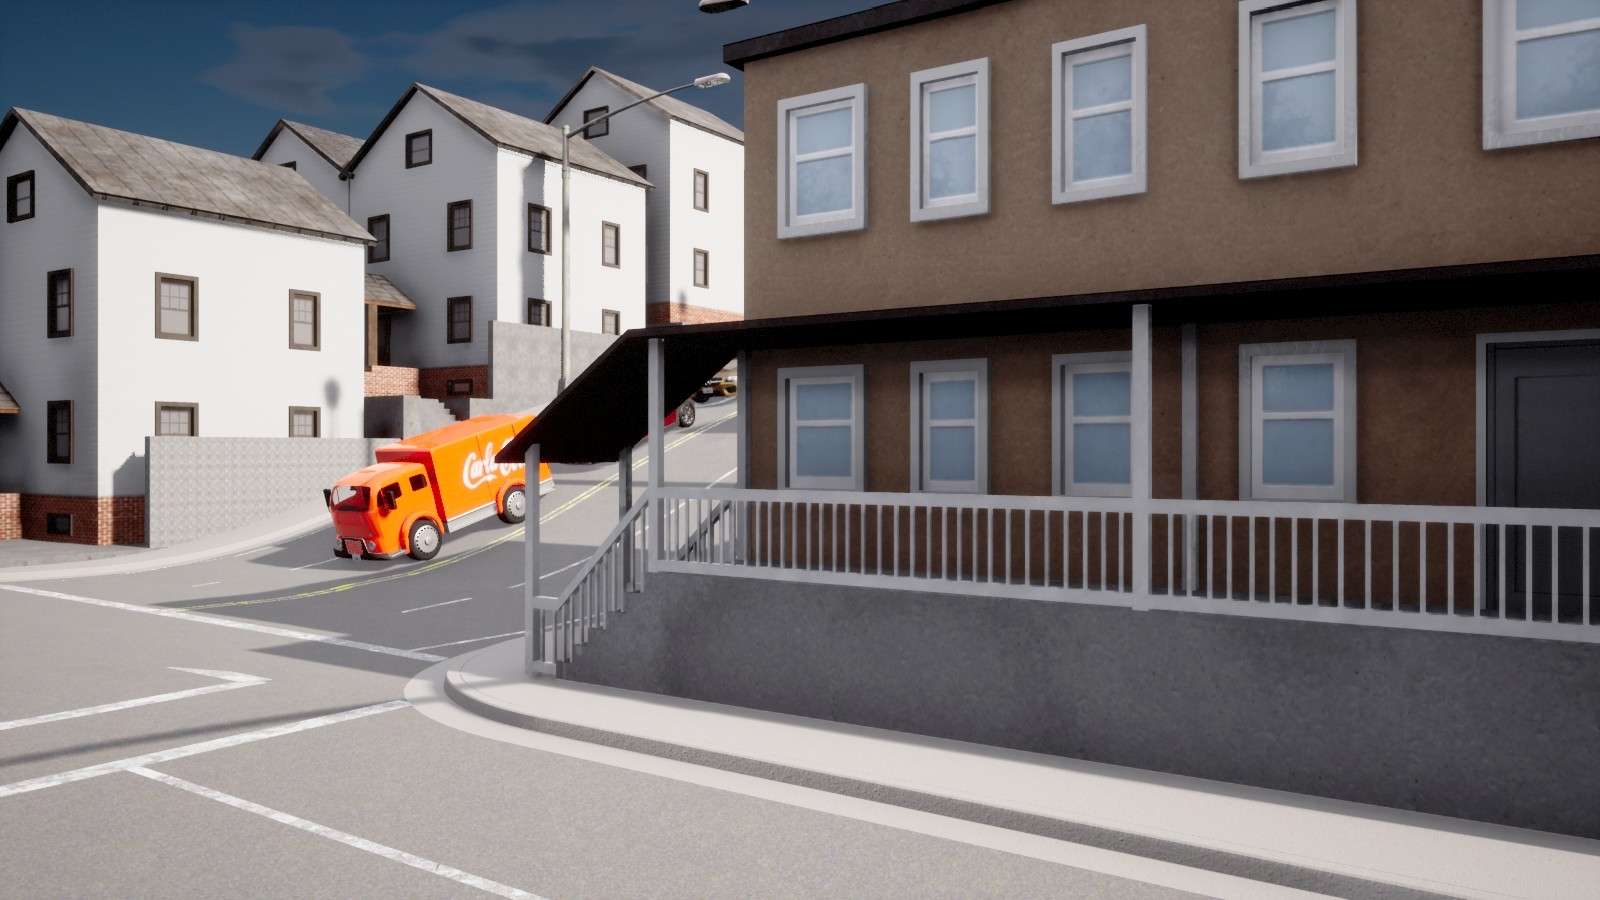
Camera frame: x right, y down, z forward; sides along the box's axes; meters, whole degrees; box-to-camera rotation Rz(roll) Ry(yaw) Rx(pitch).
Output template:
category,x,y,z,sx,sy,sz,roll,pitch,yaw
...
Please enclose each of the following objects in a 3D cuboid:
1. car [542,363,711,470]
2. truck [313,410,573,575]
category,x,y,z,sx,sy,sz,roll,pitch,yaw
car,-4.941,-1.040,33.205,2.097,1.767,4.553,0,19,34
truck,-8.532,0.881,27.907,2.627,2.467,5.204,0,16,34
